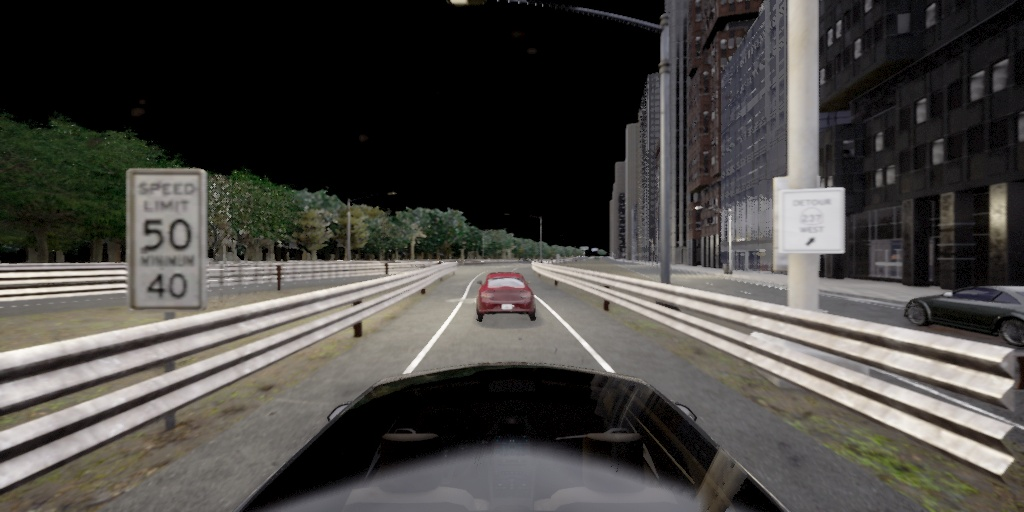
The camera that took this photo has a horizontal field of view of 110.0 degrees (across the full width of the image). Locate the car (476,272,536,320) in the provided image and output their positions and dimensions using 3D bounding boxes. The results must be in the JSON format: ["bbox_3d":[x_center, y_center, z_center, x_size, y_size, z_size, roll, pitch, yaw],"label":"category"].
[{"bbox_3d":[-0.254,1.279,12.487,1.812,1.442,4.674,0,0,-3],"label":"car"}]

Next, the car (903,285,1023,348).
[{"bbox_3d":[13.118,1.477,9.610,1.994,1.385,4.181,0,0,14],"label":"car"}]
